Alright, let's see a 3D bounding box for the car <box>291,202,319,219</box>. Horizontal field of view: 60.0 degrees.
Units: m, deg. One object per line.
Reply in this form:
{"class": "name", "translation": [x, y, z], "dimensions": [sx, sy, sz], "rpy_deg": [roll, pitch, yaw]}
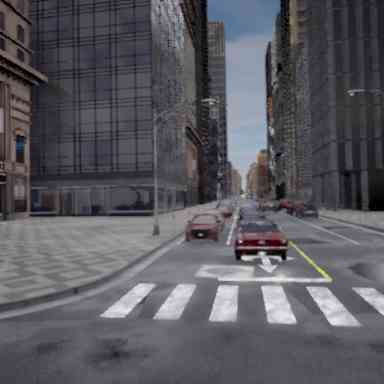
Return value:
{"class": "car", "translation": [11.685, 1.958, 34.011], "dimensions": [1.947, 1.339, 4.313], "rpy_deg": [-1, -1, 9]}

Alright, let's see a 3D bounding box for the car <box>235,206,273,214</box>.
{"class": "car", "translation": [4.109, 1.911, 22.387], "dimensions": [1.994, 1.385, 4.181], "rpy_deg": [-1, -1, 9]}

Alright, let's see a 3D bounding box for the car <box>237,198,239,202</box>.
{"class": "car", "translation": [7.426, 2.421, 63.087], "dimensions": [1.967, 1.590, 4.097], "rpy_deg": [-1, -1, 9]}

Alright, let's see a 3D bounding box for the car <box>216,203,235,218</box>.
{"class": "car", "translation": [3.256, 2.144, 35.274], "dimensions": [1.887, 1.381, 4.507], "rpy_deg": [-1, -1, 9]}

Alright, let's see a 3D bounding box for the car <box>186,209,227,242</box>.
{"class": "car", "translation": [0.754, 1.895, 18.588], "dimensions": [1.887, 1.381, 4.507], "rpy_deg": [-1, -1, 9]}

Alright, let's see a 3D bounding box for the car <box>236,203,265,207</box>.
{"class": "car", "translation": [5.500, 2.033, 31.647], "dimensions": [2.033, 1.411, 5.357], "rpy_deg": [-1, -1, 8]}

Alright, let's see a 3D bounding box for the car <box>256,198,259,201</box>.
{"class": "car", "translation": [12.590, 2.265, 57.443], "dimensions": [2.128, 1.511, 4.902], "rpy_deg": [-1, -1, 9]}

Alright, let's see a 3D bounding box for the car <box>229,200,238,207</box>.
{"class": "car", "translation": [9.929, 2.749, 79.772], "dimensions": [2.008, 1.369, 4.403], "rpy_deg": [-1, -1, 9]}

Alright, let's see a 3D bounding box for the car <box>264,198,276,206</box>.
{"class": "car", "translation": [18.355, 2.306, 78.510], "dimensions": [2.192, 1.841, 5.009], "rpy_deg": [-1, -1, 9]}

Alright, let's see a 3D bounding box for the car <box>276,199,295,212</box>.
{"class": "car", "translation": [14.185, 1.941, 50.701], "dimensions": [2.192, 1.841, 5.009], "rpy_deg": [-1, -1, 9]}

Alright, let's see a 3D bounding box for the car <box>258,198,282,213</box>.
{"class": "car", "translation": [11.129, 1.994, 47.708], "dimensions": [2.097, 1.767, 4.553], "rpy_deg": [-1, -1, 8]}

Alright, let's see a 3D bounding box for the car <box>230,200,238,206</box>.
{"class": "car", "translation": [10.763, 2.814, 85.334], "dimensions": [1.887, 1.381, 4.507], "rpy_deg": [-1, -1, 9]}

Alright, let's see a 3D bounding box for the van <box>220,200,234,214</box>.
{"class": "van", "translation": [4.922, 2.098, 46.402], "dimensions": [1.690, 1.788, 3.998], "rpy_deg": [-1, -1, 9]}

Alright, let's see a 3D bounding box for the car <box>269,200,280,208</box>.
{"class": "car", "translation": [16.690, 2.391, 67.383], "dimensions": [1.887, 1.381, 4.507], "rpy_deg": [-1, -1, 9]}

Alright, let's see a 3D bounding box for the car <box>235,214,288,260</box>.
{"class": "car", "translation": [2.743, 1.812, 13.461], "dimensions": [1.895, 1.301, 4.718], "rpy_deg": [-1, -1, 10]}

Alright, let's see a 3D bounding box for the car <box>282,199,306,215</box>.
{"class": "car", "translation": [12.516, 1.786, 39.577], "dimensions": [2.192, 1.841, 5.009], "rpy_deg": [-1, -1, 9]}

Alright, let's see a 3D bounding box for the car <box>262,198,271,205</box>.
{"class": "car", "translation": [20.023, 2.448, 89.634], "dimensions": [2.192, 1.841, 5.009], "rpy_deg": [-1, -1, 9]}

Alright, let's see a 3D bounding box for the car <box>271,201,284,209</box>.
{"class": "car", "translation": [15.857, 2.355, 61.821], "dimensions": [1.802, 1.307, 4.206], "rpy_deg": [-1, -1, 9]}

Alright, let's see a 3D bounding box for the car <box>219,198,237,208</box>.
{"class": "car", "translation": [4.087, 1.993, 40.840], "dimensions": [2.192, 1.841, 5.009], "rpy_deg": [-1, -1, 9]}

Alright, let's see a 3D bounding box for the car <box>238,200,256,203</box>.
{"class": "car", "translation": [6.991, 2.151, 41.419], "dimensions": [1.812, 1.442, 4.674], "rpy_deg": [-1, -1, 9]}

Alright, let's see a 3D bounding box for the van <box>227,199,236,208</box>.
{"class": "van", "translation": [8.259, 2.395, 68.651], "dimensions": [1.690, 1.788, 3.998], "rpy_deg": [-1, -1, 9]}

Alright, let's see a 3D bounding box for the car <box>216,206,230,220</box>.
{"class": "car", "translation": [1.562, 1.958, 23.982], "dimensions": [1.752, 1.417, 4.829], "rpy_deg": [-1, -1, 9]}
